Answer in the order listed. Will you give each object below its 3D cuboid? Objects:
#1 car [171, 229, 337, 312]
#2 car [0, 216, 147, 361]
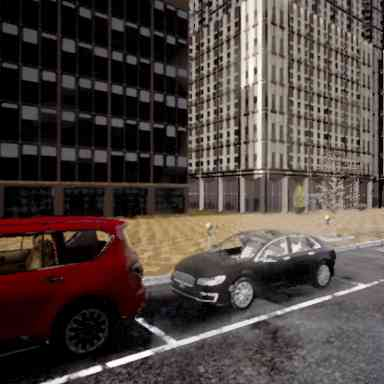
[{"bbox_3d":[1.590,1.579,7.694,4.403,1.369,2.008,0,0,-35],"label":"car"},{"bbox_3d":[-3.024,1.315,4.404,5.009,1.841,2.192,0,0,-35],"label":"car"}]
